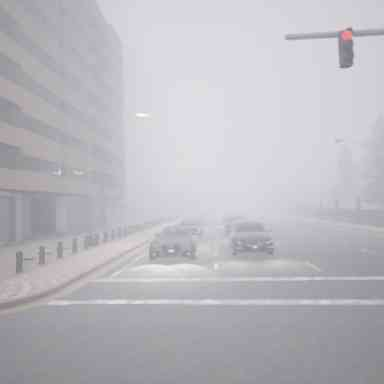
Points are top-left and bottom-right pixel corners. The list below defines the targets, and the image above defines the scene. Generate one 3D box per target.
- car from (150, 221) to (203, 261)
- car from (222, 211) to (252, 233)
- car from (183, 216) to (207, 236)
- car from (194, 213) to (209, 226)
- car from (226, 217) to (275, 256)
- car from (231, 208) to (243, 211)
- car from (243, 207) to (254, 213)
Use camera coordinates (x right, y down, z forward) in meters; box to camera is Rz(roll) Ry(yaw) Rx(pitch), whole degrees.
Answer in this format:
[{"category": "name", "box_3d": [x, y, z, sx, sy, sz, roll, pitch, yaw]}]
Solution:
[{"category": "car", "box_3d": [-0.713, 2.317, 15.661, 1.994, 1.385, 4.181, -2, -2, 4]}, {"category": "car", "box_3d": [3.530, 2.563, 26.056, 1.882, 1.535, 5.008, -2, -2, 4]}, {"category": "car", "box_3d": [-0.093, 2.715, 24.392, 1.895, 1.301, 4.718, -2, -2, 4]}, {"category": "car", "box_3d": [0.935, 3.195, 38.721, 2.128, 1.511, 4.902, -2, -2, 4]}, {"category": "car", "box_3d": [2.860, 2.199, 16.597, 1.837, 1.490, 4.892, -2, -2, 4]}, {"category": "car", "box_3d": [12.124, 5.166, 90.573, 1.812, 1.442, 4.674, -2, -2, 3]}, {"category": "car", "box_3d": [15.654, 5.107, 90.822, 1.994, 1.385, 4.181, -2, -2, 3]}]
